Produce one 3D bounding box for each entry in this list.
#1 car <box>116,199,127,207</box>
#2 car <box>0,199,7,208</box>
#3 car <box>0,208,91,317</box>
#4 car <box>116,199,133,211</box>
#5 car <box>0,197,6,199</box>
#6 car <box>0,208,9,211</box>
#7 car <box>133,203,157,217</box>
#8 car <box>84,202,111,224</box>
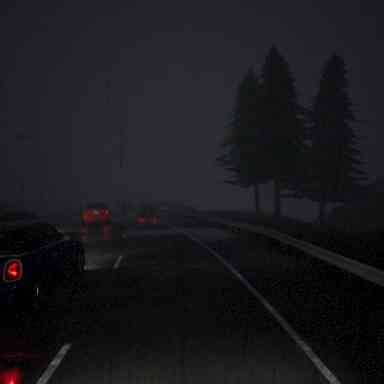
[{"bbox_3d":[-13.441,2.095,63.608,1.812,1.442,4.674,0,0,-15],"label":"car"},{"bbox_3d":[-13.930,1.638,23.101,2.097,1.767,4.553,0,0,-13],"label":"car"},{"bbox_3d":[-4.021,1.443,7.746,2.097,1.767,4.553,0,0,-4],"label":"car"},{"bbox_3d":[-9.687,2.004,49.081,1.994,1.385,4.181,0,0,-15],"label":"car"},{"bbox_3d":[-33.709,1.926,57.514,2.150,2.045,5.566,0,0,-14],"label":"car"},{"bbox_3d":[-9.069,1.709,17.529,1.837,1.490,4.892,0,0,-11],"label":"car"},{"bbox_3d":[-4.809,1.819,34.611,1.812,1.442,4.674,0,0,-15],"label":"car"},{"bbox_3d":[-7.731,1.616,27.181,2.097,1.767,4.553,0,0,-14],"label":"car"}]
